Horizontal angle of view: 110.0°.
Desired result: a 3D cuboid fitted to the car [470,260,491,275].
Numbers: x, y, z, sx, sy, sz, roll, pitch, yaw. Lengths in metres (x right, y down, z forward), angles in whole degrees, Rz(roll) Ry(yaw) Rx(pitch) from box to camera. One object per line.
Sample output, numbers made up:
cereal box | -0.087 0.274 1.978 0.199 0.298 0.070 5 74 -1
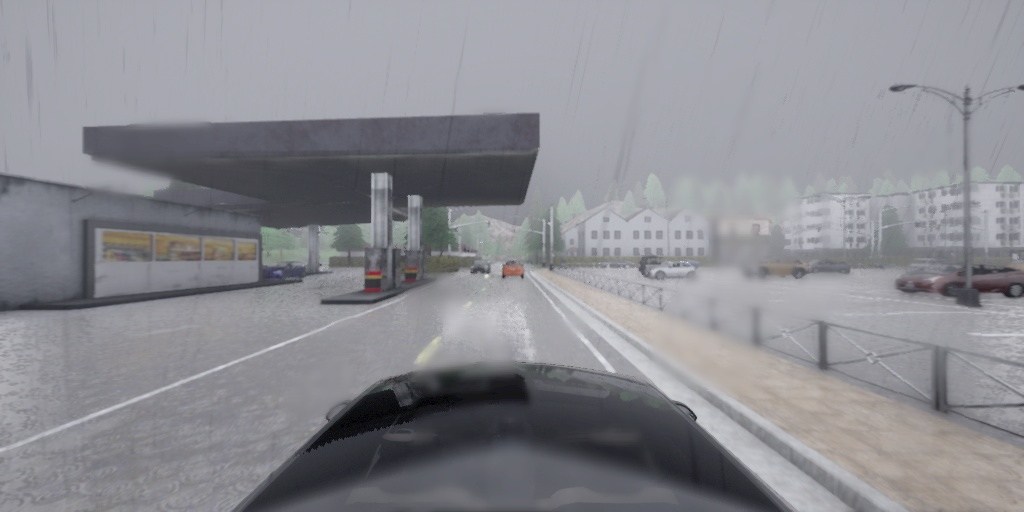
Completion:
car | -3.660 1.230 42.141 2.097 1.767 4.553 0 0 0

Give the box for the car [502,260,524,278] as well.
car | 0.098 1.205 34.808 2.097 1.767 4.553 0 0 0

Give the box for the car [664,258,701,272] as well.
car | 26.393 1.249 54.847 4.674 1.442 1.812 0 0 0

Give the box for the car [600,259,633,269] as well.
car | 15.909 1.228 54.845 4.892 1.490 1.837 0 0 0
